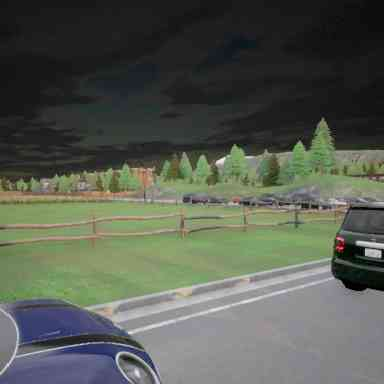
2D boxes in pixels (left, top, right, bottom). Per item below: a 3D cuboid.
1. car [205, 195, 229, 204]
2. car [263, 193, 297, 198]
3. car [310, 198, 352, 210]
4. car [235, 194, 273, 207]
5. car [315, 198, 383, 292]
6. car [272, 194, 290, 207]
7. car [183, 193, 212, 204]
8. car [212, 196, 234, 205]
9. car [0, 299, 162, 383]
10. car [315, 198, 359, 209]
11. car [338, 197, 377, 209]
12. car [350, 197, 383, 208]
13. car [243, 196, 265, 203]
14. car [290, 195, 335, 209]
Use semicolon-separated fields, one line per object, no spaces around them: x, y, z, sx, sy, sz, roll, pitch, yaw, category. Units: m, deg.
4.943;1.477;66.727;1.882;1.535;5.008;0;0;-36;car
13.759;1.220;54.620;2.150;2.045;5.566;0;0;-36;car
17.921;1.526;43.028;1.812;1.442;4.674;0;0;-36;car
9.094;1.503;49.141;1.837;1.490;4.892;0;1;-36;car
5.509;1.221;7.701;5.566;2.045;2.150;0;0;-36;car
11.961;1.477;51.148;1.882;1.535;5.008;0;0;-36;car
0.519;1.214;60.882;2.150;2.045;5.566;0;1;-36;car
4.660;1.547;61.134;2.033;1.411;5.357;0;0;-36;car
-2.384;1.352;2.040;4.553;1.767;2.097;0;0;-36;car
20.010;1.547;46.095;2.033;1.411;5.357;0;0;-36;car
23.479;1.526;47.286;1.812;1.442;4.674;0;0;-37;car
26.500;1.547;49.087;2.033;1.411;5.357;0;0;-36;car
12.587;1.564;68.190;1.994;1.385;4.181;0;0;-36;car
15.053;1.505;41.020;1.837;1.490;4.892;0;0;-36;car
